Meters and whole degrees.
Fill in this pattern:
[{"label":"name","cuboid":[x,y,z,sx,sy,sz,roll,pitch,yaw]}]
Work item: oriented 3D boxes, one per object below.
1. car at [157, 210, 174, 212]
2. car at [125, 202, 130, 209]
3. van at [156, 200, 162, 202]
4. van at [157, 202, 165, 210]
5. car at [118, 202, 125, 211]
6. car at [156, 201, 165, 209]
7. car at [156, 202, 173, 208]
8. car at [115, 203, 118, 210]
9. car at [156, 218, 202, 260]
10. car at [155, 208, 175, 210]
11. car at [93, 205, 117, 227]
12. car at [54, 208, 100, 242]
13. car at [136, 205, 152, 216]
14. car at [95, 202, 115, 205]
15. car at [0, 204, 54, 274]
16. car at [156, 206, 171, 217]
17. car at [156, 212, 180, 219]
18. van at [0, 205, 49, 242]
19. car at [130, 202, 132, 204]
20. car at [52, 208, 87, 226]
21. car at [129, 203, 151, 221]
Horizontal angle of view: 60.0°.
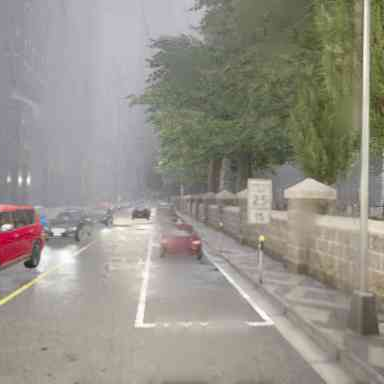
[{"label":"car","cuboid":[-1.737,2.284,25.104,1.947,1.339,4.313,1,-2,-6]},{"label":"car","cuboid":[-15.488,3.085,73.625,2.008,1.369,4.403,2,-1,-6]},{"label":"van","cuboid":[-4.662,2.679,52.572,1.690,1.788,3.998,2,-1,-6]},{"label":"van","cuboid":[-7.008,3.121,74.541,1.690,1.788,3.998,2,-1,-6]},{"label":"car","cuboid":[-14.311,2.755,62.643,1.967,1.590,4.097,2,-1,-6]},{"label":"car","cuboid":[-8.180,3.307,85.526,2.192,1.841,5.009,2,-1,-6]},{"label":"car","cuboid":[-2.903,2.296,36.097,2.192,1.841,5.009,2,-1,-6]},{"label":"car","cuboid":[-13.138,2.533,51.660,1.967,1.590,4.097,2,-1,-6]},{"label":"car","cuboid":[-0.562,2.019,14.119,1.802,1.307,4.206,1,-2,-6]},{"label":"car","cuboid":[-2.323,2.434,30.597,1.802,1.307,4.206,2,-2,-6]},{"label":"car","cuboid":[-8.048,2.191,29.203,1.812,1.442,4.674,2,-2,-6]},{"label":"car","cuboid":[-6.979,1.906,19.092,2.128,1.511,4.902,2,-2,-6]},{"label":"car","cuboid":[-7.197,2.769,50.454,2.033,1.411,5.357,2,-1,-6]},{"label":"car","cuboid":[-12.549,2.294,46.172,2.192,1.841,5.009,2,-1,-6]},{"label":"car","cuboid":[-5.913,1.375,9.185,2.150,2.045,5.566,2,-2,-6]},{"label":"car","cuboid":[-4.081,2.769,47.077,1.887,1.381,4.507,2,-1,-6]},{"label":"car","cuboid":[-1.148,2.131,19.612,2.008,1.369,4.403,1,-2,-6]},{"label":"van","cuboid":[-9.617,1.676,18.708,1.690,1.788,3.998,1,-2,-6]},{"label":"car","cuboid":[-16.055,3.163,78.949,1.752,1.417,4.829,2,-1,-6]},{"label":"car","cuboid":[-10.796,2.152,29.688,1.887,1.381,4.507,1,-2,-6]},{"label":"car","cuboid":[-5.895,2.443,38.548,1.882,1.535,5.008,2,-1,-5]}]
